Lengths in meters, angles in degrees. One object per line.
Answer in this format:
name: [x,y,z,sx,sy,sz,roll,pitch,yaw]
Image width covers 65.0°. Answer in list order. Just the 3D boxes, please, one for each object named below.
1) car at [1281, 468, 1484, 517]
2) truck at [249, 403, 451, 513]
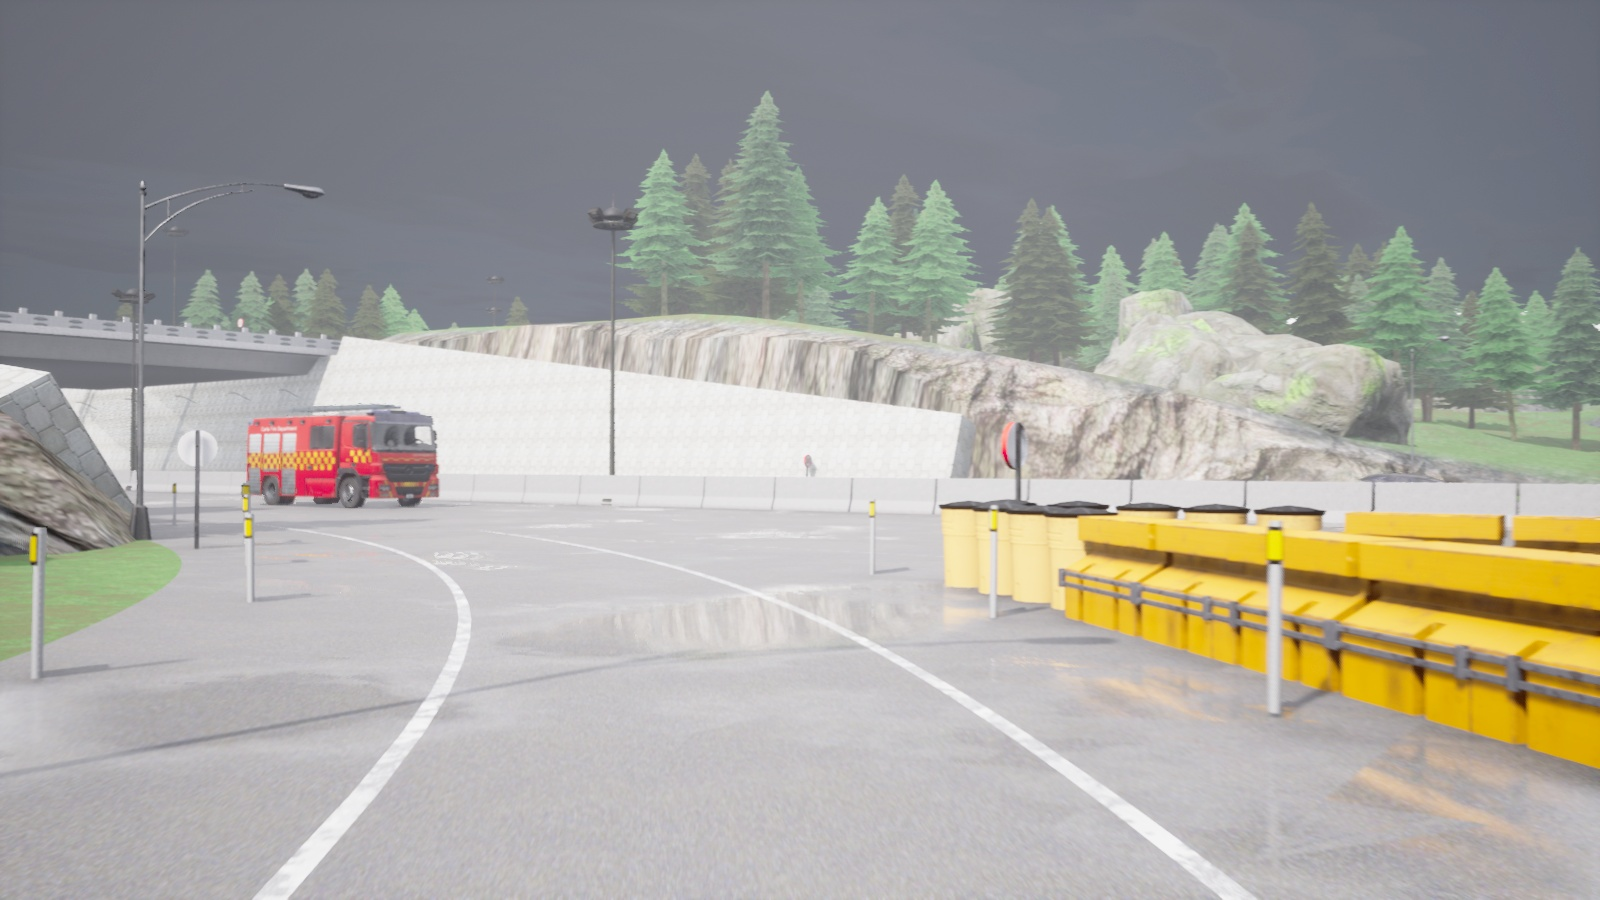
car: [17.945,1.273,38.822,5.357,1.411,2.033,-1,-1,36]
truck: [-17.020,0.346,47.197,8.468,3.827,2.891,-1,-1,36]
